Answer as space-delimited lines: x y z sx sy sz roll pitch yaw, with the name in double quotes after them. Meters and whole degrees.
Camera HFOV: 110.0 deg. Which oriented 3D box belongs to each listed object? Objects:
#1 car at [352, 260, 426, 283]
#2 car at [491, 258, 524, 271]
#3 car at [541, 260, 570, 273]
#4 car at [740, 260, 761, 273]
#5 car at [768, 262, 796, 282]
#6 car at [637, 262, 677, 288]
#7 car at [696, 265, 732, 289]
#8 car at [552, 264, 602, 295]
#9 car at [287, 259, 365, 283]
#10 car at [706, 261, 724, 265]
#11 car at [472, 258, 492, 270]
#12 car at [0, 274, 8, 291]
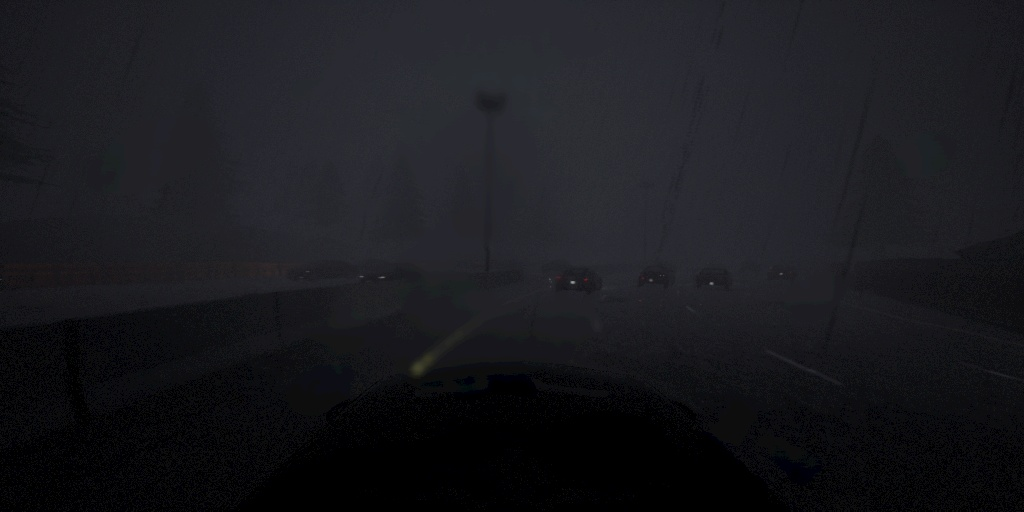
-6.988 1.135 21.591 1.812 1.442 4.674 1 0 21 "car"
-0.226 1.169 46.605 1.994 1.385 4.181 1 1 39 "car"
5.269 1.196 42.272 1.837 1.490 4.892 1 0 38 "car"
30.302 1.298 45.590 1.837 1.490 4.892 1 1 38 "car"
24.376 1.497 32.402 1.994 1.385 4.181 1 1 38 "car"
10.021 1.363 24.794 1.812 1.442 4.674 0 0 31 "car"
14.132 1.496 24.932 1.895 1.301 4.718 1 0 35 "car"
3.865 1.329 20.258 1.994 1.385 4.181 1 0 22 "car"
-13.237 0.985 25.372 1.882 1.535 5.008 1 0 22 "car"
25.843 1.342 45.587 1.994 1.385 4.181 1 1 38 "car"
-3.253 1.041 48.410 1.882 1.535 5.008 1 0 38 "car"
-20.516 0.897 11.316 2.033 1.411 5.357 1 0 8 "car"
